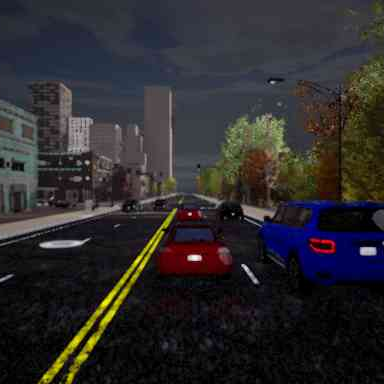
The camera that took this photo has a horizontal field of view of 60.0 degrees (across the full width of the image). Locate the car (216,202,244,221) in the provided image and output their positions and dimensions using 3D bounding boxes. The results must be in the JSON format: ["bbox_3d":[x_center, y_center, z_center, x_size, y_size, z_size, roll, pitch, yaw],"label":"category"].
[{"bbox_3d":[3.050,1.524,27.491,1.882,1.535,5.008,0,0,-1],"label":"car"}]

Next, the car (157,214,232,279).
[{"bbox_3d":[0.048,1.581,10.119,1.994,1.385,4.181,0,0,-1],"label":"car"}]

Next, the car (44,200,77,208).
[{"bbox_3d":[-20.676,1.913,53.362,4.313,1.339,1.947,-1,1,-1],"label":"car"}]

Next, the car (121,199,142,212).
[{"bbox_3d":[-7.049,1.575,39.239,1.837,1.490,4.892,0,-1,0],"label":"car"}]

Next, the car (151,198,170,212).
[{"bbox_3d":[-3.810,1.577,40.688,1.837,1.490,4.892,0,-1,0],"label":"car"}]

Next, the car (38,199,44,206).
[{"bbox_3d":[-29.145,1.926,61.739,4.403,1.369,2.008,-1,1,-1],"label":"car"}]

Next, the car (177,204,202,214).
[{"bbox_3d":[-0.190,1.609,26.746,1.994,1.385,4.181,0,0,-1],"label":"car"}]

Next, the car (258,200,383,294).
[{"bbox_3d":[3.315,1.233,8.983,2.150,2.045,5.566,0,0,-1],"label":"car"}]
